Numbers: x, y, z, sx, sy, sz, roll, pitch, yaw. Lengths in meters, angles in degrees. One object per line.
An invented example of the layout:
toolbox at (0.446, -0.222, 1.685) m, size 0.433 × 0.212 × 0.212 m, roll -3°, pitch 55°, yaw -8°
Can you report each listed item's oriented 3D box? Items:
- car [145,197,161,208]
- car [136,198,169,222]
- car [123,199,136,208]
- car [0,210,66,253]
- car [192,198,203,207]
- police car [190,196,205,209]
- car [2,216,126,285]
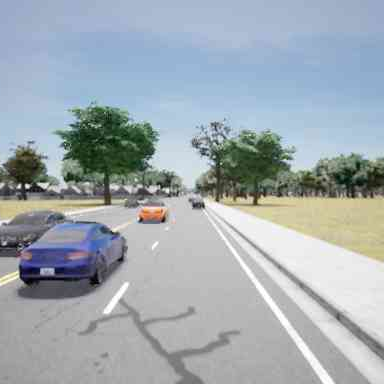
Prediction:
car at (-6.536, 1.720, 56.103) m, size 2.097 × 1.767 × 4.553 m, roll 0°, pitch 0°, yaw 0°
car at (-3.140, 1.526, 28.268) m, size 2.097 × 1.767 × 4.553 m, roll 0°, pitch 0°, yaw 0°
car at (-9.795, 1.856, 53.801) m, size 1.837 × 1.490 × 4.892 m, roll 0°, pitch 0°, yaw 0°
car at (-6.595, 1.585, 14.133) m, size 1.837 × 1.490 × 4.892 m, roll 0°, pitch 0°, yaw 0°
car at (0.995, 1.903, 60.205) m, size 1.837 × 1.490 × 4.892 m, roll 0°, pitch 0°, yaw 0°
police car at (0.992, 1.752, 50.315) m, size 1.930 × 1.638 × 5.238 m, roll 0°, pitch 0°, yaw 0°
car at (-3.145, 1.579, 9.526) m, size 1.812 × 1.442 × 4.674 m, roll 0°, pitch 0°, yaw 0°
